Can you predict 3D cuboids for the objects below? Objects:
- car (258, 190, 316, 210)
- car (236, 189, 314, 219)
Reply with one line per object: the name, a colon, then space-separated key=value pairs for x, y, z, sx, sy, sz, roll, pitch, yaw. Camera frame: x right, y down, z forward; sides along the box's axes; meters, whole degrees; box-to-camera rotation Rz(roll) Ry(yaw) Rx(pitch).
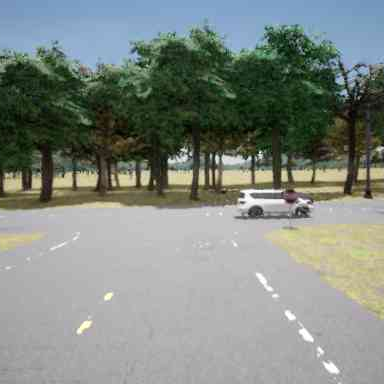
car: x=8.906 y=0.724 z=31.505 sx=4.892 sy=1.490 sz=1.837 roll=-2 pitch=4 yaw=0
car: x=6.036 y=0.842 z=24.487 sx=5.566 sy=2.045 sz=2.150 roll=-1 pitch=3 yaw=0
